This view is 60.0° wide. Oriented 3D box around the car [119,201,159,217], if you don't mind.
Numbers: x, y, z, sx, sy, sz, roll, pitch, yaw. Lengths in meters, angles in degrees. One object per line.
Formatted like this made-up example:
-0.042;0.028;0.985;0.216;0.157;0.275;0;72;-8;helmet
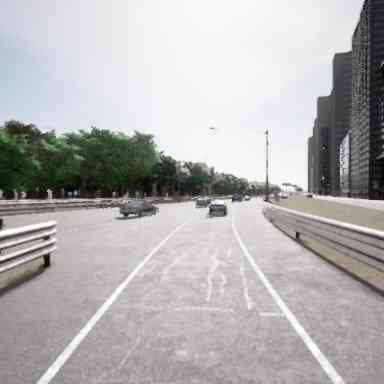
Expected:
-4.933;1.567;31.552;2.033;1.411;5.357;1;0;17;car

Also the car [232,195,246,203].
11.727;1.665;85.620;2.150;2.045;5.566;0;0;17;car

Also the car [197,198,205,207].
2.129;1.679;54.491;2.128;1.511;4.902;0;0;17;car

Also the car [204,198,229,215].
2.919;1.607;36.175;2.128;1.511;4.902;0;0;9;car
